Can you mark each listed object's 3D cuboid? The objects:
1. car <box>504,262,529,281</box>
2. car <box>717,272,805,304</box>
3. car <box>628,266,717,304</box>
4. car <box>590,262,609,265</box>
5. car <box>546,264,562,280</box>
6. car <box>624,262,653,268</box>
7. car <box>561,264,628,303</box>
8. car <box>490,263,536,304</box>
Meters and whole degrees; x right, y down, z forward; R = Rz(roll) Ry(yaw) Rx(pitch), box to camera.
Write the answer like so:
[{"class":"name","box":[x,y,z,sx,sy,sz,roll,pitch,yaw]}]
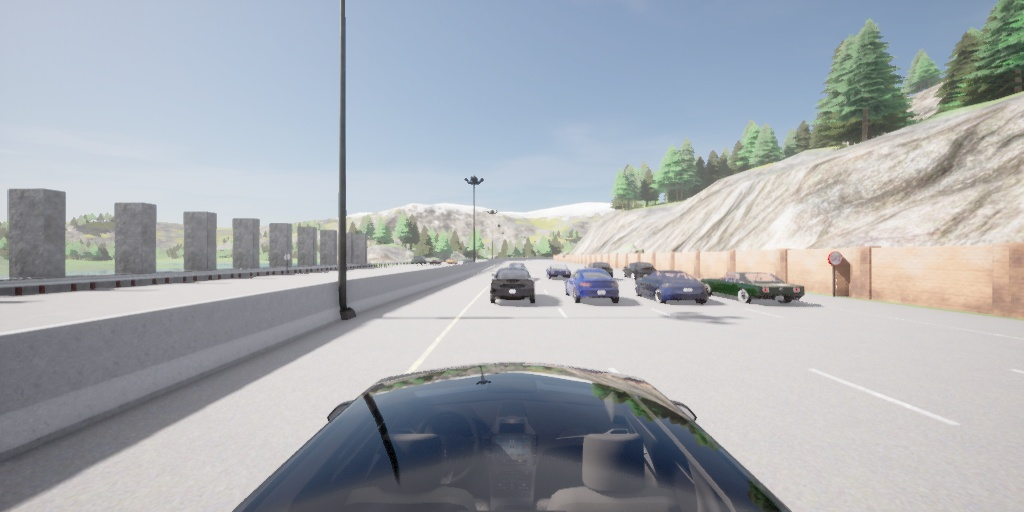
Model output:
[{"class":"car","box":[0.459,1.311,31.323,2.033,1.411,5.357,0,0,2]},{"class":"car","box":[10.552,1.364,16.299,1.895,1.301,4.718,0,0,1]},{"class":"car","box":[7.052,1.320,16.320,1.994,1.385,4.181,0,0,1]},{"class":"car","box":[7.456,1.264,31.095,1.837,1.490,4.892,0,0,2]},{"class":"car","box":[3.958,1.364,31.239,1.895,1.301,4.718,0,0,2]},{"class":"car","box":[10.954,1.264,30.980,1.837,1.490,4.892,0,0,2]},{"class":"car","box":[3.553,1.280,16.372,1.812,1.442,4.674,0,0,1]},{"class":"car","box":[0.053,1.232,16.423,1.882,1.535,5.008,0,0,1]}]
